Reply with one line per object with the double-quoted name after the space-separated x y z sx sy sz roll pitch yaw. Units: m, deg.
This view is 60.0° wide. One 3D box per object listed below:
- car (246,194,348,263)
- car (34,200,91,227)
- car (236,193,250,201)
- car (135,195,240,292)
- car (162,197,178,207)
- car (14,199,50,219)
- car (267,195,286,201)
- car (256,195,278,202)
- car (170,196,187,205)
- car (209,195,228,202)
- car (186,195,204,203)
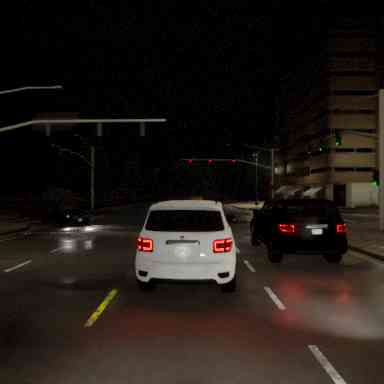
3.576 1.221 12.156 2.150 2.045 5.566 0 0 0 "car"
-8.808 1.526 22.879 4.674 1.442 1.812 0 -1 43 "car"
13.067 1.223 80.719 5.566 2.045 2.150 0 0 -41 "car"
0.015 1.221 9.130 2.150 2.045 5.566 0 0 4 "car"
-3.367 1.504 51.586 1.837 1.490 4.892 0 0 3 "car"
-12.993 1.399 29.281 4.553 1.767 2.097 0 0 0 "car"
21.833 1.522 86.237 4.674 1.442 1.812 0 0 -22 "car"
18.195 1.538 80.211 5.357 1.411 2.033 0 0 -34 "car"
-2.431 1.503 60.822 1.837 1.490 4.892 0 0 13 "car"
6.374 1.523 78.980 2.128 1.511 4.902 0 0 38 "car"
0.656 1.476 70.349 1.882 1.535 5.008 0 0 23 "car"
